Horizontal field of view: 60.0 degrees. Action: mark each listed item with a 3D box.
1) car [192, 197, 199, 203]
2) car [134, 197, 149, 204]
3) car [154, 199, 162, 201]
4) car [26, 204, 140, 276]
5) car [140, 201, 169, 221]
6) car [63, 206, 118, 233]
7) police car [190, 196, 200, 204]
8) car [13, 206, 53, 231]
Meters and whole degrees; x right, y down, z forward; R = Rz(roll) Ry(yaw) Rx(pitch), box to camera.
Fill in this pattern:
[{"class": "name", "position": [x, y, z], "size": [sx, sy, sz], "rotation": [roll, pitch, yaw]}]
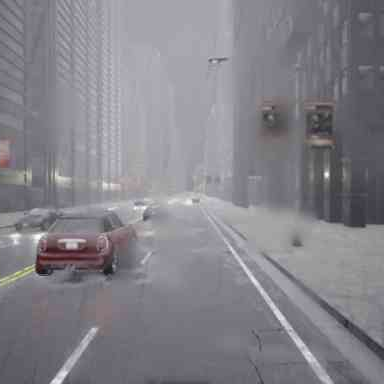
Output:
[{"class": "car", "position": [0.989, 2.149, 91.524], "size": [1.837, 1.490, 4.892], "rotation": [0, 0, 0]}, {"class": "car", "position": [-9.745, 2.062, 63.216], "size": [1.895, 1.301, 4.718], "rotation": [0, 0, 0]}, {"class": "car", "position": [-6.494, 2.062, 63.216], "size": [1.895, 1.301, 4.718], "rotation": [0, 0, 0]}, {"class": "car", "position": [-3.149, 1.440, 10.840], "size": [2.097, 1.767, 4.553], "rotation": [0, 0, 0]}, {"class": "car", "position": [-3.146, 1.797, 29.618], "size": [1.994, 1.385, 4.181], "rotation": [0, 0, 0]}, {"class": "car", "position": [-6.594, 1.725, 22.260], "size": [2.033, 1.411, 5.357], "rotation": [0, 0, 0]}, {"class": "police car", "position": [0.988, 2.005, 81.635], "size": [1.930, 1.638, 5.238], "rotation": [0, 0, 0]}, {"class": "car", "position": [-9.843, 1.702, 21.972], "size": [1.812, 1.442, 4.674], "rotation": [0, 0, 0]}]
